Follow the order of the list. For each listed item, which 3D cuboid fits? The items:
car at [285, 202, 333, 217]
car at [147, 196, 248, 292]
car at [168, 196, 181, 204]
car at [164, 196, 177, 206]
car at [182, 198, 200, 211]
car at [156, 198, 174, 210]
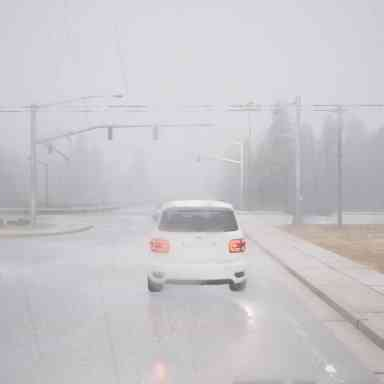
[{"bbox_3d":[10.705,1.591,30.573,4.181,1.385,1.994,0,0,1],"label":"car"},{"bbox_3d":[0.066,1.218,9.092,2.150,2.045,5.566,0,0,-2],"label":"car"},{"bbox_3d":[-3.435,1.492,65.397,2.128,1.511,4.902,0,0,1],"label":"car"},{"bbox_3d":[-3.567,1.505,55.132,1.837,1.490,4.892,0,0,0],"label":"car"},{"bbox_3d":[-0.080,1.491,41.340,2.128,1.511,4.902,0,0,2],"label":"car"},{"bbox_3d":[-3.594,1.547,44.945,2.033,1.411,5.357,0,0,0],"label":"car"}]
